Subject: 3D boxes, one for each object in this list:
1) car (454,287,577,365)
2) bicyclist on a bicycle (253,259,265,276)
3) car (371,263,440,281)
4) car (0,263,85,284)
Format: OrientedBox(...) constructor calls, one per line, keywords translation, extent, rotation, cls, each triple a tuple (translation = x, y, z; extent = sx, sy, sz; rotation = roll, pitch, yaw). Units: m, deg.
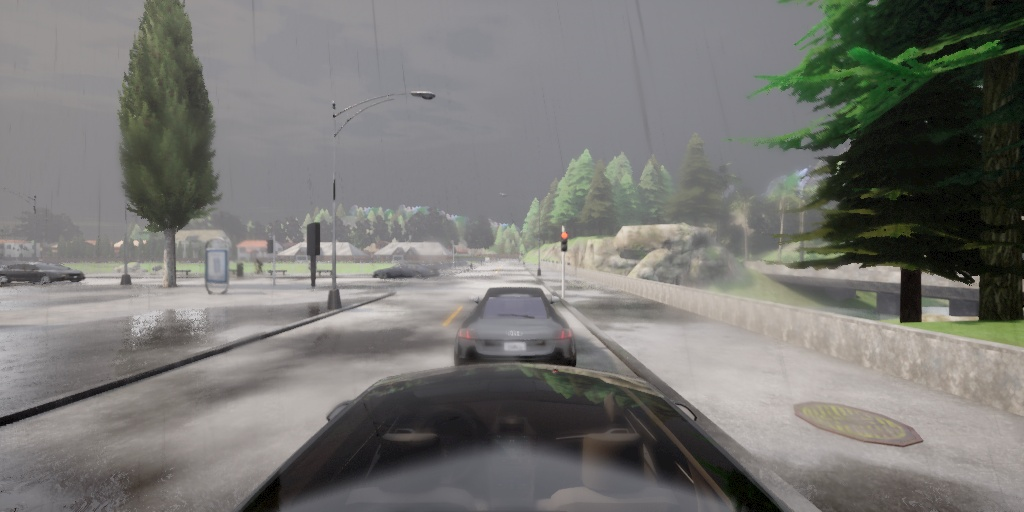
OrientedBox(translation=(0.063, 1.313, 7.318), extent=(1.994, 1.385, 4.181), rotation=(0, 0, 0), cls="car")
OrientedBox(translation=(-24.104, 1.092, 34.139), extent=(0.582, 1.620, 1.656), rotation=(0, 0, 0), cls="bicyclist on a bicycle")
OrientedBox(translation=(-8.851, 1.292, 30.042), extent=(5.357, 1.411, 2.033), rotation=(0, 0, 5), cls="car")
OrientedBox(translation=(-33.788, 1.249, 25.744), extent=(4.892, 1.490, 1.837), rotation=(0, 0, 0), cls="car")
